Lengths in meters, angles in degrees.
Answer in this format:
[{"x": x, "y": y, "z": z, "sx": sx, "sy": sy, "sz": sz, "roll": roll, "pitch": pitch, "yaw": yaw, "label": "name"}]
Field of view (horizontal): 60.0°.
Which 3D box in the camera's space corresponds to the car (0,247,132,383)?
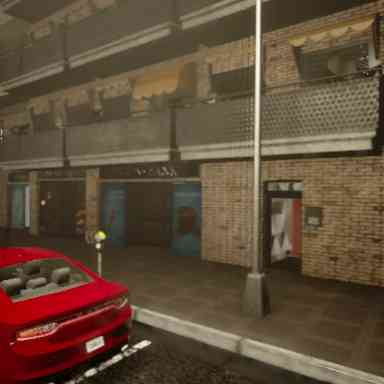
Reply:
[{"x": -2.874, "y": 1.504, "z": 4.919, "sx": 4.507, "sy": 1.381, "sz": 1.887, "roll": 1, "pitch": 1, "yaw": 35, "label": "car"}]
